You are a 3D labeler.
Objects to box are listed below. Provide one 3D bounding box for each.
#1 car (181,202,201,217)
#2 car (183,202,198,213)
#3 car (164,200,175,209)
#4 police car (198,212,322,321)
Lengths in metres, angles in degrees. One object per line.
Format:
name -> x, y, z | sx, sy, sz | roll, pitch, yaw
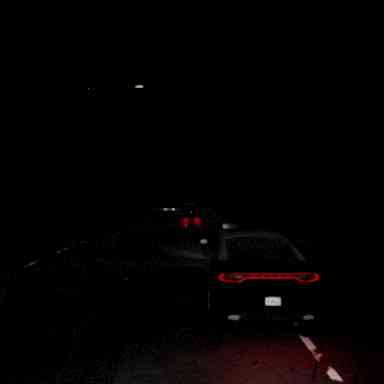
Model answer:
car -> -0.056, 1.819, 34.774 | 2.128, 1.511, 4.902 | 0, -1, 0
car -> -0.203, 2.019, 45.195 | 1.994, 1.385, 4.181 | 0, -1, 0
car -> -3.966, 2.206, 59.634 | 2.033, 1.411, 5.357 | 0, -1, -1
police car -> 1.238, 1.488, 7.670 | 1.930, 1.638, 5.238 | 0, 0, 0
